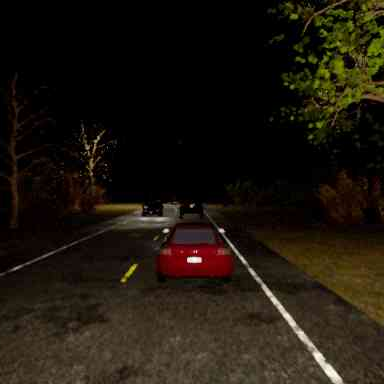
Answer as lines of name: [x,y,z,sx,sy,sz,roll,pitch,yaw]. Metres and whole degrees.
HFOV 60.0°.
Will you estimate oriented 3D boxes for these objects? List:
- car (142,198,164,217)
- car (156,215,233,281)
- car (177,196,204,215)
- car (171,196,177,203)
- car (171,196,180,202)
car: [-3.767,1.637,32.742,1.837,1.490,4.892,0,0,-1]
car: [0.058,1.608,9.995,1.994,1.385,4.181,0,0,0]
car: [-0.036,1.350,31.774,2.150,2.045,5.566,0,0,0]
car: [-3.751,1.596,73.485,2.033,1.411,5.357,0,0,-2]
car: [-3.905,1.694,80.812,1.994,1.385,4.181,0,0,0]
